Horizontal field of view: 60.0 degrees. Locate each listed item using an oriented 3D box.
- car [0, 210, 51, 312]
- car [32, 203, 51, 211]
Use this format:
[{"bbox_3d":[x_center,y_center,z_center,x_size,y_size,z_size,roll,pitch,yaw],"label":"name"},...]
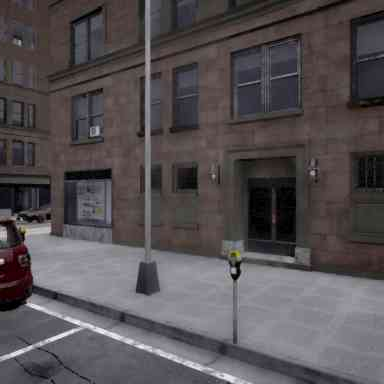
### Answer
[{"bbox_3d":[-5.082,1.315,6.423,5.009,1.841,2.192,0,0,35],"label":"car"},{"bbox_3d":[-10.254,1.503,25.184,2.033,1.411,5.357,0,0,36],"label":"car"}]
